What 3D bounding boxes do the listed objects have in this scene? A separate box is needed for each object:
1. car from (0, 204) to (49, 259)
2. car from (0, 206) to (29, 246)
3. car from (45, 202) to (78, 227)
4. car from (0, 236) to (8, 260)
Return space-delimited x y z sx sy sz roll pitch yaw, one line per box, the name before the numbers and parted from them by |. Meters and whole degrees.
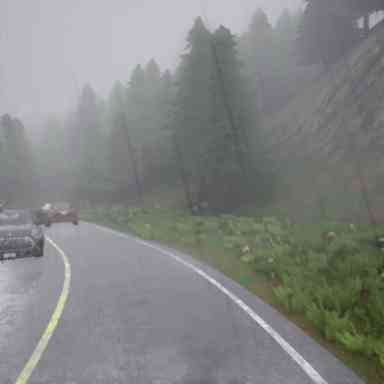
car | -6.883 1.449 12.603 2.097 1.767 4.553 -1 0 -29
car | -9.473 1.611 16.887 1.882 1.535 5.008 -1 0 -29
car | -9.973 1.494 24.375 2.097 1.767 4.553 -1 0 -36
car | -4.149 1.605 3.594 2.033 1.411 5.357 -1 0 -10
